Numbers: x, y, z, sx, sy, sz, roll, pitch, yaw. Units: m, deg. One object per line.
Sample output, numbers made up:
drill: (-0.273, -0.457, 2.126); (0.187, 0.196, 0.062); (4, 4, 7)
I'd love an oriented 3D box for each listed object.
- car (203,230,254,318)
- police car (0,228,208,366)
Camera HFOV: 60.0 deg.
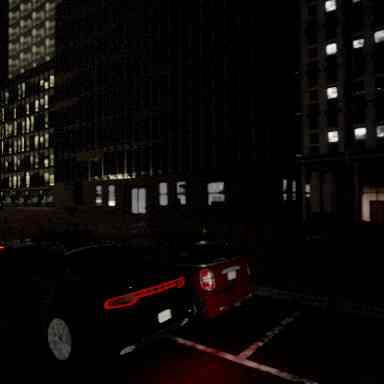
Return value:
car: (-0.832, 1.558, 7.229); (4.097, 1.590, 1.967); (-1, -2, 37)
police car: (-2.468, 1.520, 6.117); (5.238, 1.638, 1.930); (0, -1, 36)
